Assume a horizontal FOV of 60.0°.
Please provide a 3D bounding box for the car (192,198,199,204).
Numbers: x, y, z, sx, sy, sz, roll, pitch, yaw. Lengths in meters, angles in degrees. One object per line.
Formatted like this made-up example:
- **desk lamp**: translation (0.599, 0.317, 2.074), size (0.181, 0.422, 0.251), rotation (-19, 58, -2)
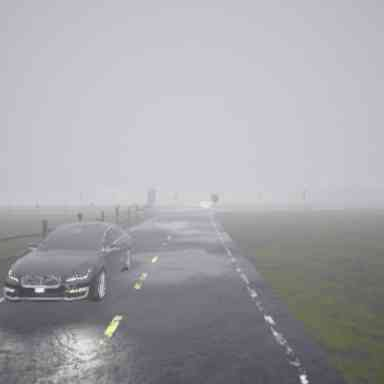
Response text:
- **car**: translation (1.081, 2.492, 93.378), size (2.033, 1.411, 5.357), rotation (0, -1, 5)

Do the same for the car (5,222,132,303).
- **car**: translation (-2.796, 1.589, 8.588), size (1.837, 1.490, 4.892), rotation (0, -1, 1)
